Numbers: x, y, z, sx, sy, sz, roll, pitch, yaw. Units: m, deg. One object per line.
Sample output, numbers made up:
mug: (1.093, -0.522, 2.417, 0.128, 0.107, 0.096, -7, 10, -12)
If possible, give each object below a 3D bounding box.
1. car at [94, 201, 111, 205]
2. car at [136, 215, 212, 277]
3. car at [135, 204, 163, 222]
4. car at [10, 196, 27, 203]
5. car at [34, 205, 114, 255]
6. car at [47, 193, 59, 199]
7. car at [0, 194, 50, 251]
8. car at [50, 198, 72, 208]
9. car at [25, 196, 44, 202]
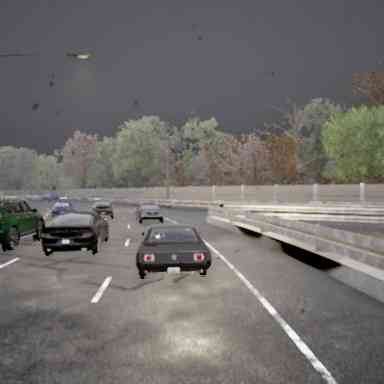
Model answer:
car: (-8.329, 1.593, 30.841, 1.837, 1.490, 4.892, 0, 0, -16)
car: (-0.632, 1.628, 10.312, 1.895, 1.301, 4.718, 0, 0, -5)
car: (-3.455, 1.618, 26.410, 2.033, 1.411, 5.357, 0, 0, -14)
car: (-39.452, 1.654, 75.512, 4.181, 1.385, 1.994, 0, 0, 42)
car: (-4.583, 1.518, 13.687, 1.882, 1.535, 5.008, 0, 0, -7)
car: (-34.200, 1.344, 80.251, 5.566, 2.045, 2.150, 0, 0, 42)
car: (-8.140, 1.269, 14.237, 2.150, 2.045, 5.566, 0, 0, -8)
car: (-12.094, 1.620, 31.234, 1.812, 1.442, 4.674, 0, 0, -17)
car: (-37.022, 1.642, 78.032, 5.357, 1.411, 2.033, 0, 0, 42)
